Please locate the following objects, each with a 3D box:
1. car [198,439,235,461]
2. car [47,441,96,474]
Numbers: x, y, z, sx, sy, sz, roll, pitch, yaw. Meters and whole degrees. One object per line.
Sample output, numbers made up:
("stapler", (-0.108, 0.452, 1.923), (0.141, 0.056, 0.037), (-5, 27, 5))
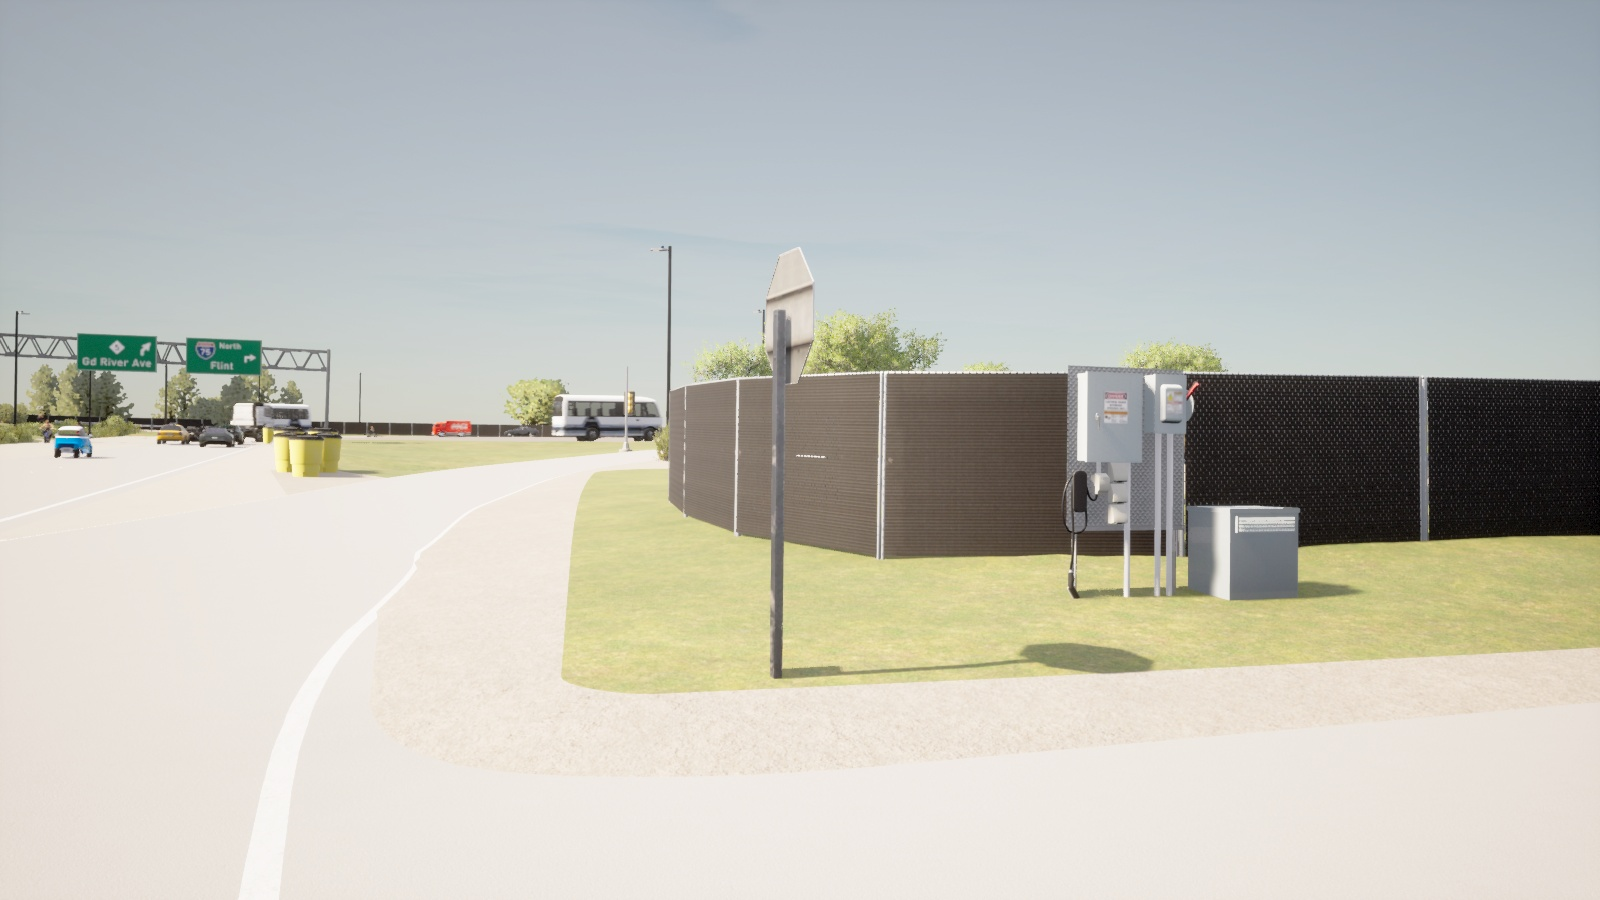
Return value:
("car", (-39.326, -0.034, 84.745), (1.994, 1.385, 4.181), (0, 1, -21))
("car", (-31.849, 0.325, 54.921), (1.481, 1.376, 2.207), (0, 1, -21))
